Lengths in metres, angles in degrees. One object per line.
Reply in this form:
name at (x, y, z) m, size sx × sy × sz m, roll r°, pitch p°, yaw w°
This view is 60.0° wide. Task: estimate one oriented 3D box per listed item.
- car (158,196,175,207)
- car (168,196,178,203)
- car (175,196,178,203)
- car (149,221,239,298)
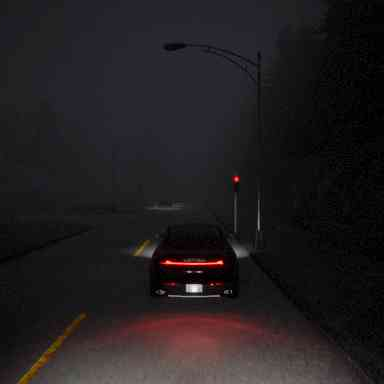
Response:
car at (-4.090, 1.477, 51.207) m, size 1.882 × 1.535 × 5.008 m, roll 0°, pitch 0°, yaw 0°
car at (-3.994, 1.522, 70.755) m, size 1.812 × 1.442 × 4.674 m, roll 0°, pitch 0°, yaw 0°
car at (-4.066, 1.477, 60.553) m, size 1.882 × 1.535 × 5.008 m, roll 0°, pitch 0°, yaw 0°
car at (0.059, 1.505, 8.481) m, size 1.837 × 1.490 × 4.892 m, roll 0°, pitch 0°, yaw 0°
